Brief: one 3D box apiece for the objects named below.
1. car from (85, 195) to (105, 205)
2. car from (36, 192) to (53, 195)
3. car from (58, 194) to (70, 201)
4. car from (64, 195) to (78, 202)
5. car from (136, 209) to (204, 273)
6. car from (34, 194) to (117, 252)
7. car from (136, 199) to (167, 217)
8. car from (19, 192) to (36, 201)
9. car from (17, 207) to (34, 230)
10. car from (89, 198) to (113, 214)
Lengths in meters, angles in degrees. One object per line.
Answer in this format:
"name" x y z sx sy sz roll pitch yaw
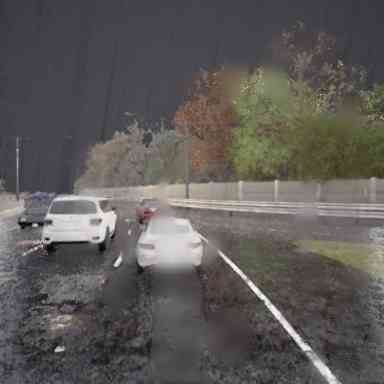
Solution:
"car" -17.071 1.399 58.601 2.128 1.511 4.902 0 0 -32
"car" -34.667 0.963 75.845 5.566 2.045 2.150 0 0 43
"car" -29.994 1.242 77.685 1.812 1.442 4.674 0 0 -31
"car" -26.187 1.429 72.033 1.812 1.442 4.674 0 0 -34
"car" -0.692 1.501 10.517 1.812 1.442 4.674 0 0 -4
"car" -4.462 1.200 13.964 2.150 2.045 5.566 0 0 -8
"car" -3.069 1.299 24.927 2.097 1.767 4.553 0 0 -13
"car" -37.167 1.278 73.399 4.902 1.511 2.128 0 0 43
"car" -9.344 1.578 21.024 1.895 1.301 4.718 0 0 -12
"car" -9.758 1.434 35.410 2.128 1.511 4.902 0 0 -19
